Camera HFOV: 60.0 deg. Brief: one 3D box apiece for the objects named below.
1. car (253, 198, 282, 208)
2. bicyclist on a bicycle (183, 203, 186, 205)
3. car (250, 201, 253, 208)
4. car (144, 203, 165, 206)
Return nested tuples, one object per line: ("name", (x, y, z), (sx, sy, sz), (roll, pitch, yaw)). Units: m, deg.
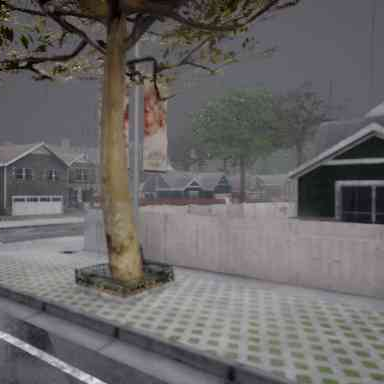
("car", (10.878, 1.807, 45.793), (2.150, 2.045, 5.566), (1, 0, 35))
("bicyclist on a bicycle", (-0.409, 1.613, 23.991), (1.656, 1.620, 0.582), (0, 0, 34))
("car", (9.292, 2.057, 48.491), (1.882, 1.535, 5.008), (1, -1, 35))
("car", (-3.516, 1.809, 29.828), (1.837, 1.490, 4.892), (1, 0, 34))
